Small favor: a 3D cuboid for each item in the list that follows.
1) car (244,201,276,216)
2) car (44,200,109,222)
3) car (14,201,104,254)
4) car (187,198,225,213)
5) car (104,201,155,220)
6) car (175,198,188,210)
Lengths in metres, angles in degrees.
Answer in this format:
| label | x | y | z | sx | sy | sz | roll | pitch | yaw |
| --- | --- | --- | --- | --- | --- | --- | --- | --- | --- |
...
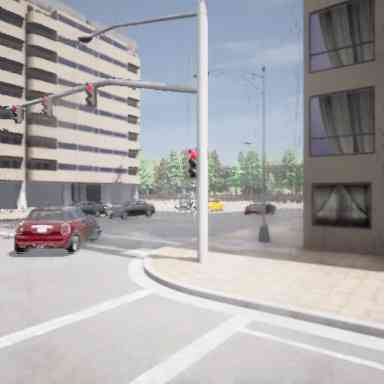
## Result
| label | x | y | z | sx | sy | sz | roll | pitch | yaw |
| --- | --- | --- | --- | --- | --- | --- | --- | --- | --- |
| car | 6.863 | 1.580 | 33.118 | 1.994 | 1.385 | 4.181 | 0 | 0 | 35 |
| car | -9.645 | 1.517 | 28.166 | 2.128 | 1.511 | 4.902 | 0 | 0 | 35 |
| car | -5.348 | 1.365 | 13.785 | 2.097 | 1.767 | 4.553 | 0 | 0 | -3 |
| car | 1.946 | 1.501 | 38.607 | 1.882 | 1.535 | 5.008 | 0 | 0 | 35 |
| car | -5.202 | 1.514 | 28.413 | 2.128 | 1.511 | 4.902 | 0 | 0 | 35 |
| car | -0.217 | 1.519 | 41.614 | 2.128 | 1.511 | 4.902 | 0 | 0 | 35 |
